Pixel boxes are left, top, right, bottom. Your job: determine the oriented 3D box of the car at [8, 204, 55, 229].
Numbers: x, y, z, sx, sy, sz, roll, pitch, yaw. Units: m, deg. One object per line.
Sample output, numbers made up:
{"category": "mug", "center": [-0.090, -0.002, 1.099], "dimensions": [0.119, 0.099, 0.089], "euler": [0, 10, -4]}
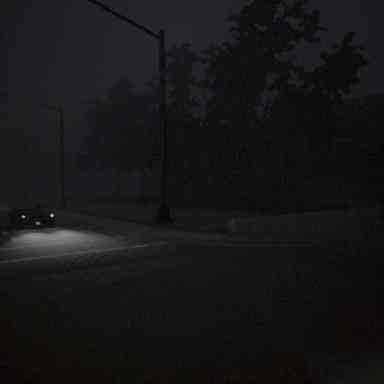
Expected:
{"category": "car", "center": [-9.695, 1.389, 19.977], "dimensions": [1.895, 1.301, 4.718], "euler": [-1, 1, -36]}
